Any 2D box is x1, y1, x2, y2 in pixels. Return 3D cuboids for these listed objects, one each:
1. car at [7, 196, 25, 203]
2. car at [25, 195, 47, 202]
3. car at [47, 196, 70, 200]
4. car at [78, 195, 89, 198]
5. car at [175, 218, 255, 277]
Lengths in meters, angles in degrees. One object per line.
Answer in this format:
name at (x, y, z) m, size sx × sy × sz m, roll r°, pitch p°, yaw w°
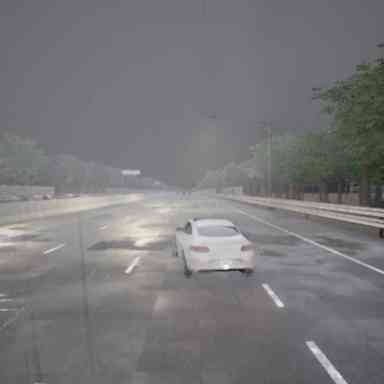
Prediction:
car at (-28.294, 1.345, 54.362) m, size 1.994 × 1.385 × 4.181 m, roll 0°, pitch 0°, yaw 0°
car at (-24.801, 1.307, 54.373) m, size 1.812 × 1.442 × 4.674 m, roll 0°, pitch 0°, yaw 0°
car at (-21.305, 1.382, 54.410) m, size 1.895 × 1.301 × 4.718 m, roll 0°, pitch 0°, yaw 0°
car at (-17.810, 1.306, 54.445) m, size 1.812 × 1.442 × 4.674 m, roll 0°, pitch 0°, yaw 0°
car at (0.531, 1.493, 10.034) m, size 1.812 × 1.442 × 4.674 m, roll 0°, pitch 0°, yaw -7°
